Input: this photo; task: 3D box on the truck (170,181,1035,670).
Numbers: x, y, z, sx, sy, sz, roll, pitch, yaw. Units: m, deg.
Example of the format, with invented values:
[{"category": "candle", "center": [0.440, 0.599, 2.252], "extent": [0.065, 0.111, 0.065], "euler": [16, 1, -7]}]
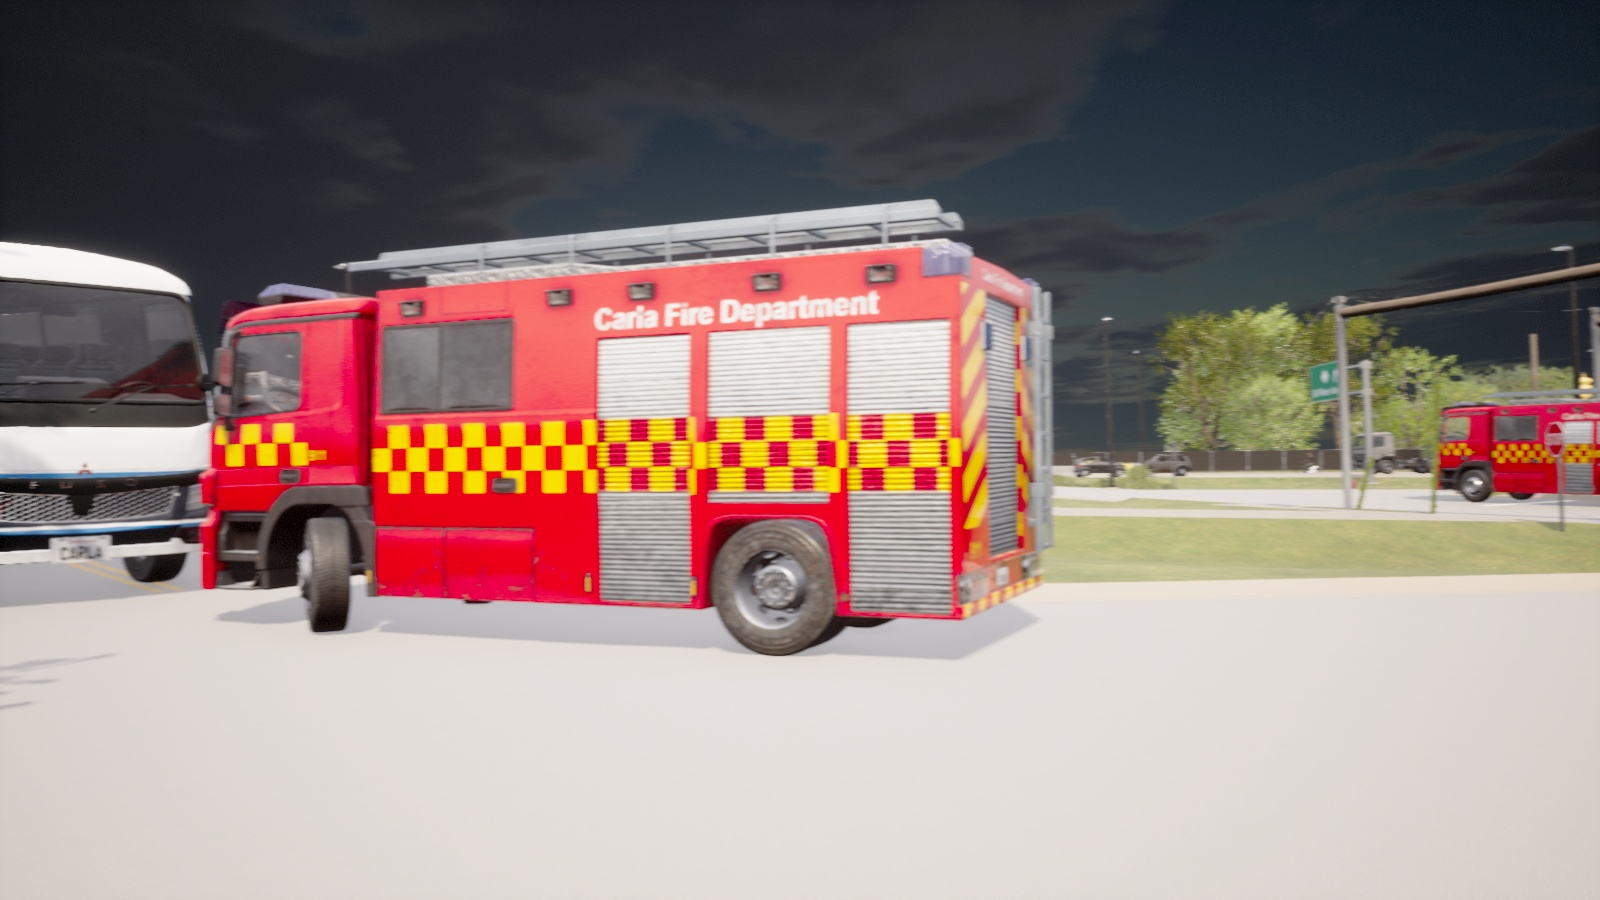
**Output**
[{"category": "truck", "center": [-2.160, -0.108, 12.874], "extent": [8.468, 3.827, 2.891], "euler": [-1, 0, 24]}]

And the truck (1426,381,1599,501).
[{"category": "truck", "center": [25.956, -0.310, 42.548], "extent": [2.891, 3.827, 8.468], "euler": [-2, 0, -25]}]

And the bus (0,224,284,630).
[{"category": "bus", "center": [-11.471, -0.461, 17.402], "extent": [10.273, 4.253, 3.944], "euler": [3, 3, 42]}]

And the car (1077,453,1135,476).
[{"category": "car", "center": [21.983, 1.045, 90.242], "extent": [3.705, 1.549, 1.789], "euler": [-1, -1, 1]}]
